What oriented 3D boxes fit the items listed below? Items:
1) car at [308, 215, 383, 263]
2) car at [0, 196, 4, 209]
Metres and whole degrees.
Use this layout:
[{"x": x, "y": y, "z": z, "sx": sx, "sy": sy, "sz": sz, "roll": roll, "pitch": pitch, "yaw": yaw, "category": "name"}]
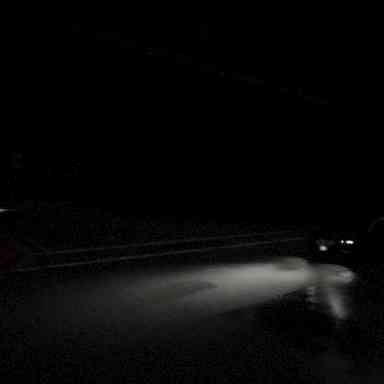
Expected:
[{"x": 6.430, "y": 1.658, "z": 12.650, "sx": 4.902, "sy": 1.511, "sz": 2.128, "roll": 1, "pitch": -1, "yaw": -35, "category": "car"}, {"x": -28.060, "y": 1.662, "z": 46.565, "sx": 1.812, "sy": 1.442, "sz": 4.674, "roll": 1, "pitch": -1, "yaw": -36, "category": "car"}]
